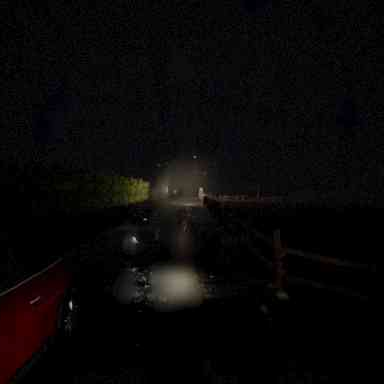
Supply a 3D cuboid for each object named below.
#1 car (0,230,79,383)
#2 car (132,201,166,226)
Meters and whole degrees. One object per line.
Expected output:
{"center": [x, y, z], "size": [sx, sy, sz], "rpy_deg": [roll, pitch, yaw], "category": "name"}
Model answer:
{"center": [-2.840, 1.331, 3.383], "size": [2.097, 1.767, 4.553], "rpy_deg": [0, 0, 0], "category": "car"}
{"center": [-2.818, 1.381, 22.496], "size": [1.812, 1.442, 4.674], "rpy_deg": [0, 0, 0], "category": "car"}
